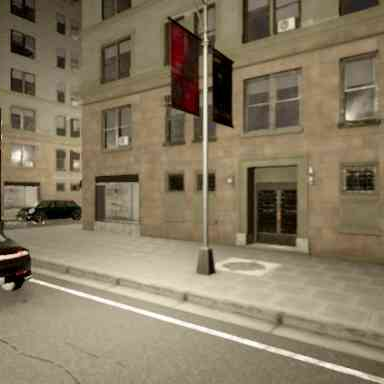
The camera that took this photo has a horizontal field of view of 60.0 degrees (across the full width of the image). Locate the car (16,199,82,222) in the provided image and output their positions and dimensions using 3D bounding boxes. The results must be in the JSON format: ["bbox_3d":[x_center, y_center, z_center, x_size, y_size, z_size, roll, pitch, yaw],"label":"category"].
[{"bbox_3d":[-10.700,1.318,25.148,2.097,1.767,4.553,0,0,36],"label":"car"}]

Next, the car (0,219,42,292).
[{"bbox_3d":[-5.622,1.460,7.625,4.902,1.511,2.128,0,0,35],"label":"car"}]
